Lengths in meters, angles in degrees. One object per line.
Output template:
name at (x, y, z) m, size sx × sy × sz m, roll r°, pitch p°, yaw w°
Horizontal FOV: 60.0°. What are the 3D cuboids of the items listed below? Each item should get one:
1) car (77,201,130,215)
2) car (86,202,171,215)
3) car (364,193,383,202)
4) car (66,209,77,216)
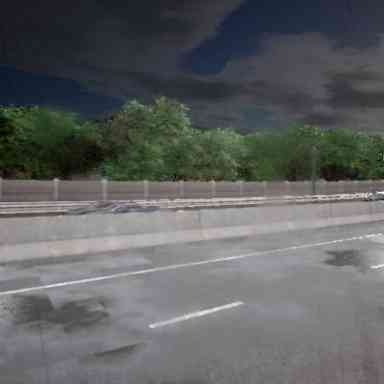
car at (-4.648, 1.456, 22.114) m, size 4.902 × 1.511 × 2.128 m, roll 0°, pitch 0°, yaw -35°
car at (-2.951, 1.517, 19.038) m, size 5.357 × 1.411 × 2.033 m, roll 0°, pitch 0°, yaw -35°
car at (26.616, 0.929, 47.463) m, size 4.892 × 1.490 × 1.837 m, roll -2°, pitch 1°, yaw -33°
car at (-6.811, 1.468, 24.872) m, size 4.892 × 1.490 × 1.837 m, roll 0°, pitch 0°, yaw -35°
